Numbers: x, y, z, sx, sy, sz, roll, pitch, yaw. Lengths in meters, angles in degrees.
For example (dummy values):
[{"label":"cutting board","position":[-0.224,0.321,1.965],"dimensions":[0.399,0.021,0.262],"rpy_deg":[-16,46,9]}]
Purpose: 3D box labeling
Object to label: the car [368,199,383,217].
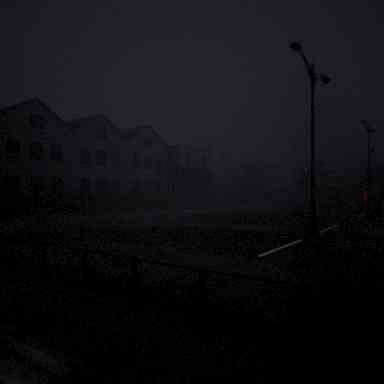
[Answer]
[{"label":"car","position":[15.481,1.298,26.779],"dimensions":[2.007,1.523,4.514],"rpy_deg":[0,0,35]}]
